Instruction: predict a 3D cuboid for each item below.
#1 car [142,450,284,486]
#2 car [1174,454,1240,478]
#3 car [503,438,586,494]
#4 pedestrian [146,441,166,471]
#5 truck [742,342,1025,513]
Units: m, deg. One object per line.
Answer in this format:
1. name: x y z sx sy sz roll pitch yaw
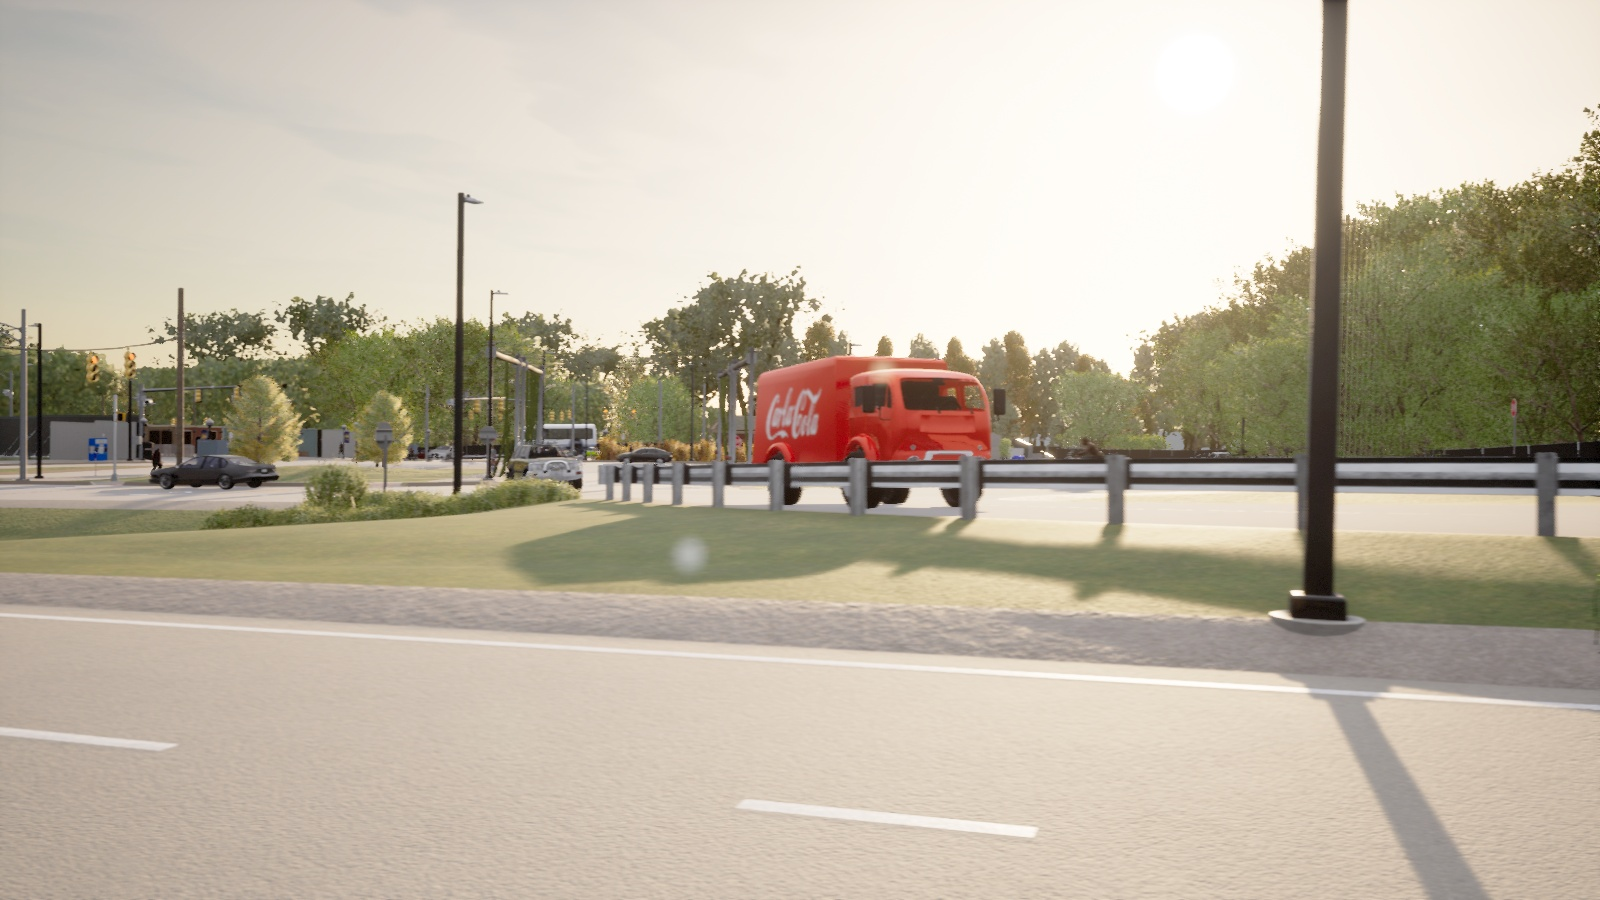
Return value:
1. car: -24.215 0.713 51.821 5.357 1.411 2.033 0 1 18
2. car: 26.673 1.047 82.369 1.970 1.475 3.806 1 0 -27
3. car: -9.139 0.532 44.634 1.932 1.855 4.605 -1 1 -24
4. pedestrian: -40.516 0.377 79.042 0.634 1.844 0.899 2 1 19
5. truck: 1.187 -0.272 21.064 2.627 2.467 5.204 1 -1 -24
